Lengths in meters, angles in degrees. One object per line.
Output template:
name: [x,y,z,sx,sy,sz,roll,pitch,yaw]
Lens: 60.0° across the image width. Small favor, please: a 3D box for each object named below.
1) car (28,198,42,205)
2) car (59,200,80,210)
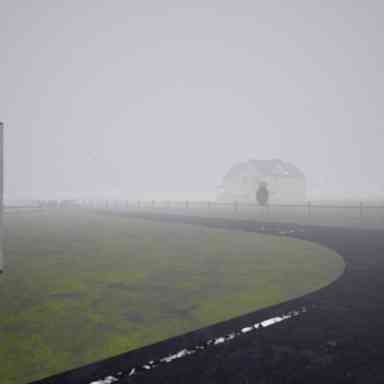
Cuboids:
car: [-38.418,2.404,82.044,1.994,1.385,4.181,0,-1,-36]
car: [-18.521,1.890,50.164,2.033,1.411,5.357,0,-1,-36]
